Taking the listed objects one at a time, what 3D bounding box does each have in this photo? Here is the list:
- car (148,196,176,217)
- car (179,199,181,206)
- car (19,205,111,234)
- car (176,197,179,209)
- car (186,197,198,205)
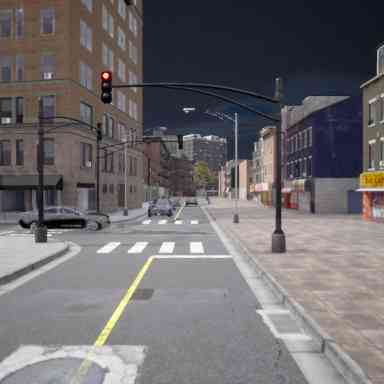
[{"bbox_3d":[-2.880,1.355,31.197,2.097,1.767,4.553,0,0,0],"label":"car"},{"bbox_3d":[-2.888,1.513,53.923,1.837,1.490,4.892,0,1,0],"label":"car"},{"bbox_3d":[-7.132,1.520,18.937,4.902,1.511,2.128,0,0,-9],"label":"car"},{"bbox_3d":[-2.890,1.511,41.416,1.837,1.490,4.892,0,0,0],"label":"car"},{"bbox_3d":[-0.056,1.578,57.023,1.994,1.385,4.181,0,0,0],"label":"car"}]
